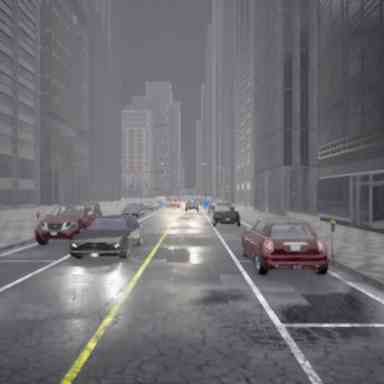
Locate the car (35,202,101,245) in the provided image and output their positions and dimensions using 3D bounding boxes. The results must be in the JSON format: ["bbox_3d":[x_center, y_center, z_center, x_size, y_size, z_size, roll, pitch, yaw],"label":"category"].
[{"bbox_3d":[-5.776,1.441,16.411,2.192,1.841,5.009,0,0,0],"label":"car"}]

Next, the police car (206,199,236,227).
[{"bbox_3d":[2.352,1.615,24.556,1.930,1.638,5.238,0,0,0],"label":"police car"}]

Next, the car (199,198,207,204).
[{"bbox_3d":[2.712,2.212,84.105,1.947,1.339,4.313,0,0,0],"label":"car"}]

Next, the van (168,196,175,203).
[{"bbox_3d":[-5.820,2.072,95.381,1.690,1.788,3.998,0,0,0],"label":"van"}]

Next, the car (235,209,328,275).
[{"bbox_3d":[2.753,1.524,10.780,1.967,1.590,4.097,0,0,0],"label":"car"}]

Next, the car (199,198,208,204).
[{"bbox_3d":[2.715,2.185,78.465,1.802,1.307,4.206,0,0,0],"label":"car"}]

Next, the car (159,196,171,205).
[{"bbox_3d":[-5.808,1.874,72.818,2.192,1.841,5.009,0,0,0],"label":"car"}]

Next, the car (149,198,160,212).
[{"bbox_3d":[-5.791,1.894,44.612,2.008,1.369,4.403,0,0,0],"label":"car"}]

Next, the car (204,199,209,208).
[{"bbox_3d":[2.737,1.845,38.981,1.887,1.381,4.507,0,0,0],"label":"car"}]

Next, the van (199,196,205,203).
[{"bbox_3d":[2.708,2.030,89.748,1.690,1.788,3.998,0,0,0],"label":"van"}]

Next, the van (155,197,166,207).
[{"bbox_3d":[-5.801,1.814,61.536,1.690,1.788,3.998,0,0,0],"label":"van"}]

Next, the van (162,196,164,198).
[{"bbox_3d":[-5.798,1.771,55.895,1.690,1.788,3.998,0,0,0],"label":"van"}]

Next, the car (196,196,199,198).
[{"bbox_3d":[-0.035,1.989,62.845,1.837,1.490,4.892,0,0,0],"label":"car"}]

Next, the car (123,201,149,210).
[{"bbox_3d":[-5.785,1.822,33.331,1.947,1.339,4.313,0,0,0],"label":"car"}]

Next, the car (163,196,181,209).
[{"bbox_3d":[-3.094,1.773,54.704,2.097,1.767,4.553,0,-1,0],"label":"car"}]

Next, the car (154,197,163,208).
[{"bbox_3d":[-5.794,1.910,50.083,1.752,1.417,4.829,0,0,0],"label":"car"}]

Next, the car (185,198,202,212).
[{"bbox_3d":[-0.001,1.895,45.046,2.033,1.411,5.357,0,0,0],"label":"car"}]

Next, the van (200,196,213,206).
[{"bbox_3d":[2.727,1.772,55.905,1.690,1.788,3.998,0,0,0],"label":"van"}]

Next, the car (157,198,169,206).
[{"bbox_3d":[-5.804,1.956,67.175,1.967,1.590,4.097,0,0,0],"label":"car"}]

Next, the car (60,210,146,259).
[{"bbox_3d":[-3.109,1.650,13.281,2.033,1.411,5.357,0,0,0],"label":"car"}]

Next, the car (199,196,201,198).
[{"bbox_3d":[2.718,2.142,72.824,1.802,1.307,4.206,0,0,0],"label":"car"}]
